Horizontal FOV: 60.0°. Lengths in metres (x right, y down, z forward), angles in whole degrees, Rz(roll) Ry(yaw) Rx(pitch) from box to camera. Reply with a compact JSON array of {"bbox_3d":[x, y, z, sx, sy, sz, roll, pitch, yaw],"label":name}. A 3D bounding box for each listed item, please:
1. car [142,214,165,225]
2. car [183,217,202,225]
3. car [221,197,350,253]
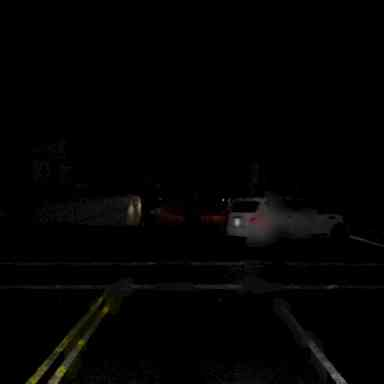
[{"bbox_3d":[-3.632,2.811,32.056,1.882,1.535,5.008,0,-11,0],"label":"car"},{"bbox_3d":[0.064,3.322,34.071,1.895,1.301,4.718,0,-11,0],"label":"car"},{"bbox_3d":[4.085,1.259,13.914,5.566,2.045,2.150,1,-3,-29],"label":"car"}]
